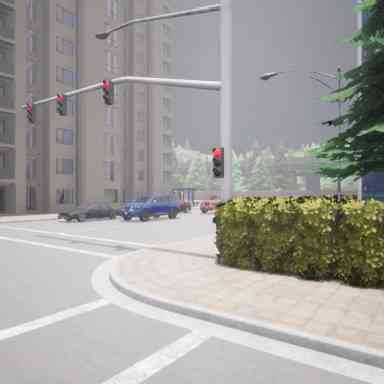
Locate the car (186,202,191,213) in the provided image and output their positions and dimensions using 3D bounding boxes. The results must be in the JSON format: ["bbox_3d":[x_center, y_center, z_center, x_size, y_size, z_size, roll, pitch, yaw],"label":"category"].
[{"bbox_3d":[-2.088,1.478,34.469,1.882,1.535,5.008,0,0,36],"label":"car"}]

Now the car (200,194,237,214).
[{"bbox_3d":[3.074,1.221,35.581,2.150,2.045,5.566,0,0,36],"label":"car"}]

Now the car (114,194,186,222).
[{"bbox_3d":[-3.269,1.221,26.946,2.150,2.045,5.566,0,0,36],"label":"car"}]

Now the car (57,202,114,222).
[{"bbox_3d":[-7.891,1.547,26.560,2.033,1.411,5.357,0,0,36],"label":"car"}]
